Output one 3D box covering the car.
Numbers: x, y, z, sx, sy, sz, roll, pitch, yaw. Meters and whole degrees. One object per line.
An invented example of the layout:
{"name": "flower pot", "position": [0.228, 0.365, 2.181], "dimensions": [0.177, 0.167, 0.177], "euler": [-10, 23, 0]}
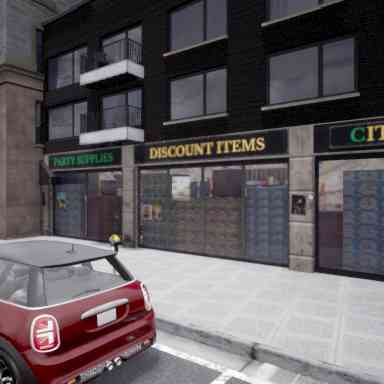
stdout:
{"name": "car", "position": [-2.542, 1.440, 4.894], "dimensions": [4.097, 1.590, 1.967], "euler": [0, 0, 36]}
